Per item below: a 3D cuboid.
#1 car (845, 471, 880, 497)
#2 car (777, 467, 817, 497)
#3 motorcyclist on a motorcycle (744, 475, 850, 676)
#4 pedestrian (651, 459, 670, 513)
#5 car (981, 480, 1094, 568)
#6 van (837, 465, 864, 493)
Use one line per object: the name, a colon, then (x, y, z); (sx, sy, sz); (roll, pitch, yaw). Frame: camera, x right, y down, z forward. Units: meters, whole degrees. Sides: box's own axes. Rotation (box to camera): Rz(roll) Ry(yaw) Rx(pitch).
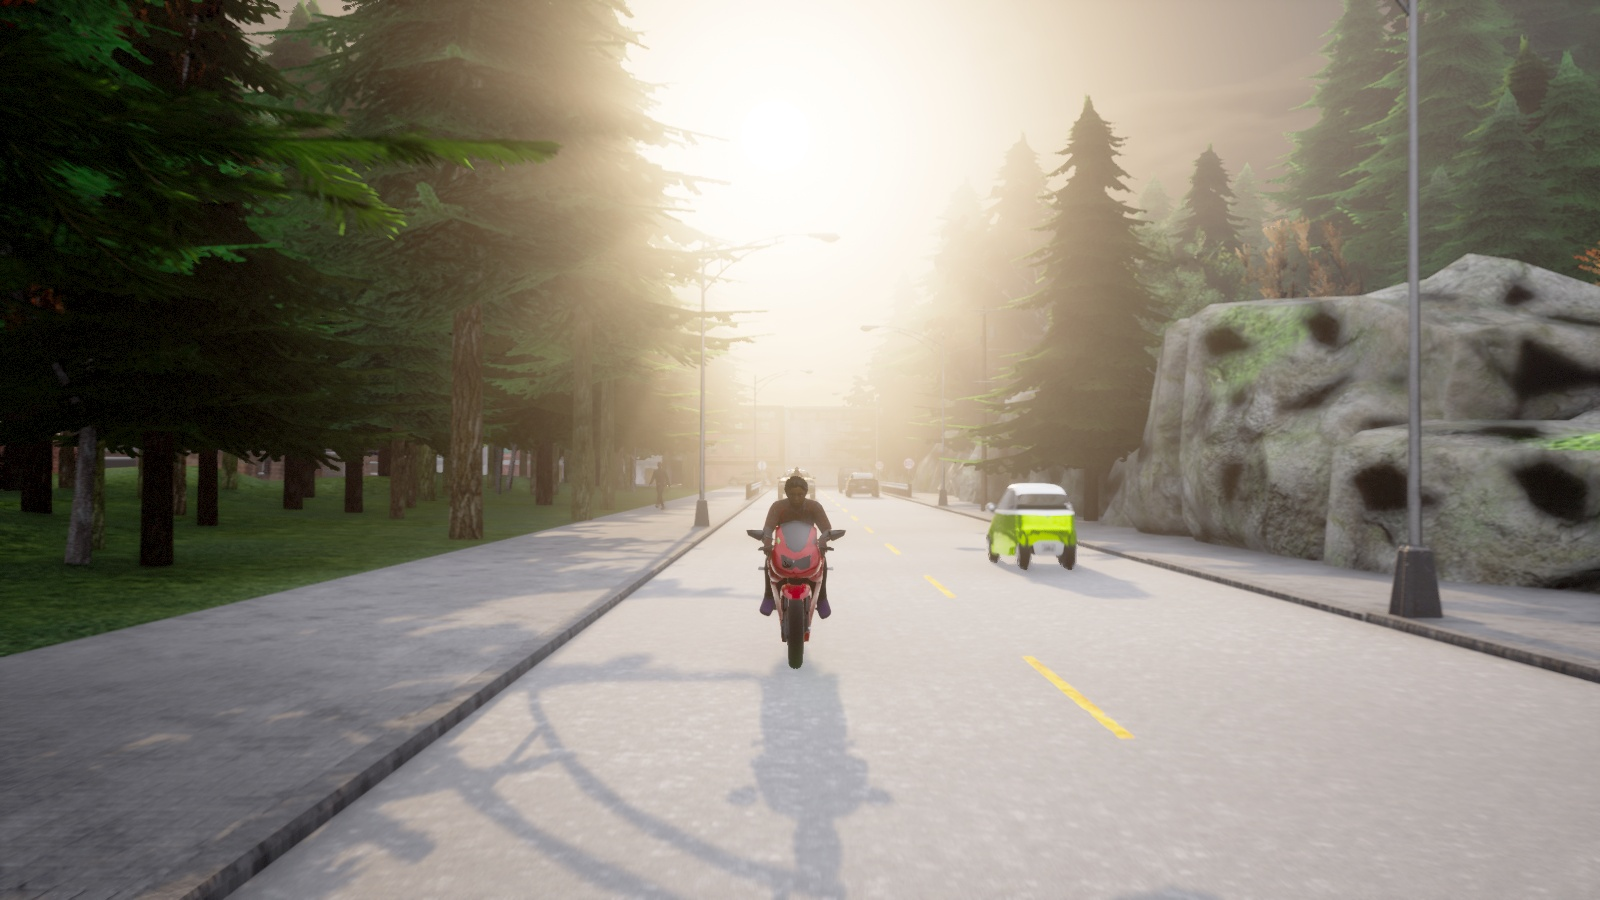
car: (3.787, 2.064, 76.861); (1.882, 1.535, 5.008); (0, -1, 0)
car: (-0.175, 1.775, 70.574); (2.152, 1.651, 5.027); (0, -1, 0)
motorcyclist on a motorcycle: (-0.025, 0.974, 10.586); (0.797, 1.523, 2.044); (0, -1, 0)
pedestrian: (-5.152, 1.320, 46.287); (0.423, 1.949, 0.788); (-1, -1, 16)
car: (3.950, 1.207, 21.146); (1.481, 1.376, 2.207); (0, -1, 0)
van: (3.687, 2.089, 91.792); (1.775, 1.987, 4.442); (0, -1, 0)
